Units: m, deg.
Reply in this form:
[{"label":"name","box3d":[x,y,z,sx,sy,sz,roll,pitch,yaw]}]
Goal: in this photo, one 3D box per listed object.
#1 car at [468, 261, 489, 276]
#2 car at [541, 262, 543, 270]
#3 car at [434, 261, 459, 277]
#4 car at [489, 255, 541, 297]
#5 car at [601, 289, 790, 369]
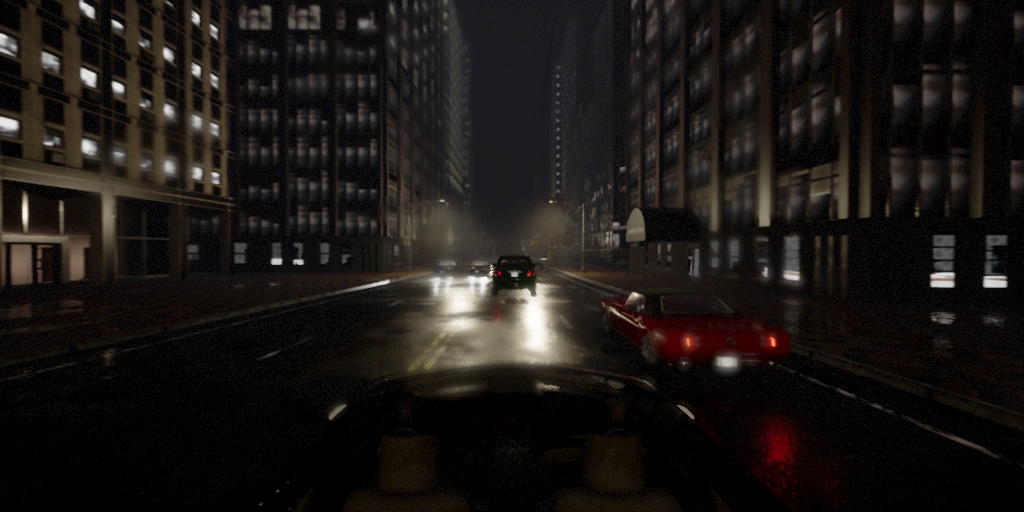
[{"label":"car","box3d":[-3.260,1.233,36.338,2.128,1.511,4.902,0,0,0]},{"label":"car","box3d":[3.465,1.226,52.296,2.128,1.511,4.902,0,0,0]},{"label":"car","box3d":[-6.512,1.230,36.027,2.128,1.511,4.902,0,0,0]},{"label":"car","box3d":[0.126,0.973,19.251,2.150,2.045,5.566,0,0,0]},{"label":"car","box3d":[3.347,1.356,7.772,1.895,1.301,4.718,0,0,0]}]
